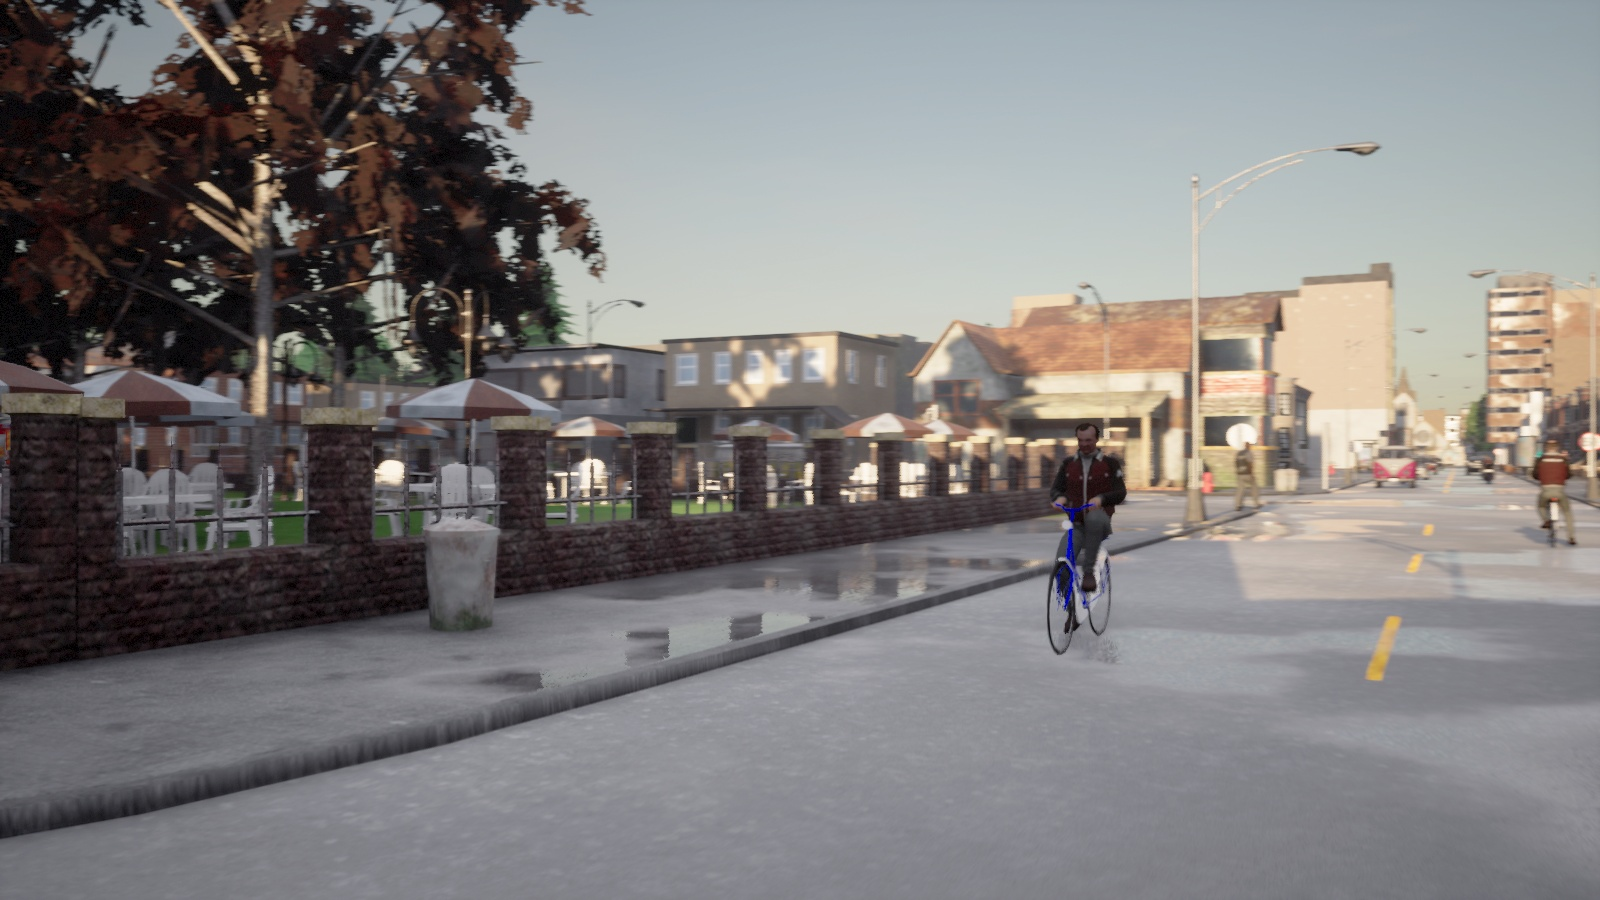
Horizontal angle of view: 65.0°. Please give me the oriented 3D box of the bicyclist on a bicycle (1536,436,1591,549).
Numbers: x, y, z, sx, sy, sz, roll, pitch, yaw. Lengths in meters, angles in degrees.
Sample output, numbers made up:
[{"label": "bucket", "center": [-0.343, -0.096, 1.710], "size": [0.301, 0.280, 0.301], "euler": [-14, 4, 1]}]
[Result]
[{"label": "bicyclist on a bicycle", "center": [12.541, 0.666, 20.660], "size": [0.659, 1.776, 1.843], "euler": [0, 0, 28]}]

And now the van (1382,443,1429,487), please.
[{"label": "van", "center": [28.370, 0.672, 58.758], "size": [1.775, 1.987, 4.442], "euler": [0, 0, 28]}]

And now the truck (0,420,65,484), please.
[{"label": "truck", "center": [-49.651, 0.152, 78.244], "size": [8.468, 3.827, 2.891], "euler": [0, 0, 31]}]

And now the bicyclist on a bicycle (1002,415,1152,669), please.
[{"label": "bicyclist on a bicycle", "center": [2.191, 0.654, 9.753], "size": [0.659, 1.776, 1.843], "euler": [0, -1, 28]}]

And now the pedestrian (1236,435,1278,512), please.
[{"label": "pedestrian", "center": [11.461, 0.581, 31.505], "size": [0.849, 1.883, 0.563], "euler": [0, 0, -31]}]

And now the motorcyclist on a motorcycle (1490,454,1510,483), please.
[{"label": "motorcyclist on a motorcycle", "center": [36.832, 0.957, 66.101], "size": [0.866, 1.530, 2.191], "euler": [0, 0, 28]}]

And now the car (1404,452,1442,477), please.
[{"label": "car", "center": [39.314, 0.922, 79.221], "size": [2.007, 1.525, 4.514], "euler": [0, 0, 28]}]

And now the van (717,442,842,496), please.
[{"label": "van", "center": [-0.803, 0.735, 48.063], "size": [4.442, 1.987, 1.775], "euler": [-1, 0, 26]}]
